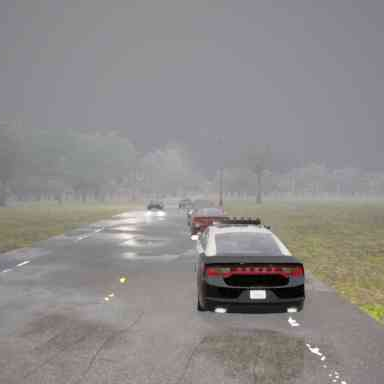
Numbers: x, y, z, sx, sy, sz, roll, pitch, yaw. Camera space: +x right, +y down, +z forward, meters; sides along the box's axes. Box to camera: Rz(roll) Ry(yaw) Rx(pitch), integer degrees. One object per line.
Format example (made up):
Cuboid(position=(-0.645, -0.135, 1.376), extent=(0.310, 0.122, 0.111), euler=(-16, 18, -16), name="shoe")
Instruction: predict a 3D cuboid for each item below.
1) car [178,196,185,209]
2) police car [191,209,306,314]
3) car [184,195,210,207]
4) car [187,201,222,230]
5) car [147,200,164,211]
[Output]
Cuboid(position=(-0.906, 1.504, 46.252), extent=(2.128, 1.511, 4.902), euler=(0, 0, -1), name="car")
Cuboid(position=(1.024, 1.424, 7.865), extent=(1.930, 1.638, 5.238), euler=(0, 0, -1), name="police car")
Cuboid(position=(0.712, 1.350, 23.779), extent=(2.097, 1.767, 4.553), euler=(0, 0, -2), name="car")
Cuboid(position=(0.869, 1.477, 17.792), extent=(1.882, 1.535, 5.008), euler=(0, 0, -1), name="car")
Cuboid(position=(-4.425, 1.610, 40.708), extent=(1.895, 1.301, 4.718), euler=(0, 0, -2), name="car")
